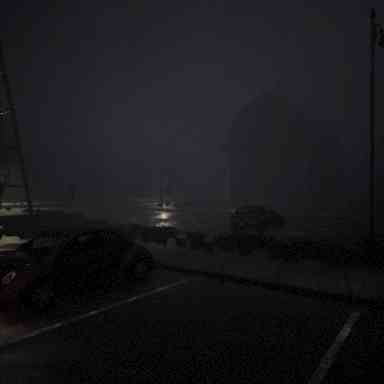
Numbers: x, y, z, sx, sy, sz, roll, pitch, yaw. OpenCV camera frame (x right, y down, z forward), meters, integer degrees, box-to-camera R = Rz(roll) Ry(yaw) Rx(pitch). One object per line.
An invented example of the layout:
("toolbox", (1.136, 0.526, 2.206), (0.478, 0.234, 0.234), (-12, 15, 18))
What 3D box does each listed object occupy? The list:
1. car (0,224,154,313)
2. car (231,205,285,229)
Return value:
("car", (-2.719, 1.480, 7.518), (1.784, 1.438, 3.905), (0, 0, 36))
("car", (3.754, 1.458, 18.701), (1.816, 1.474, 4.193), (0, 0, 36))
